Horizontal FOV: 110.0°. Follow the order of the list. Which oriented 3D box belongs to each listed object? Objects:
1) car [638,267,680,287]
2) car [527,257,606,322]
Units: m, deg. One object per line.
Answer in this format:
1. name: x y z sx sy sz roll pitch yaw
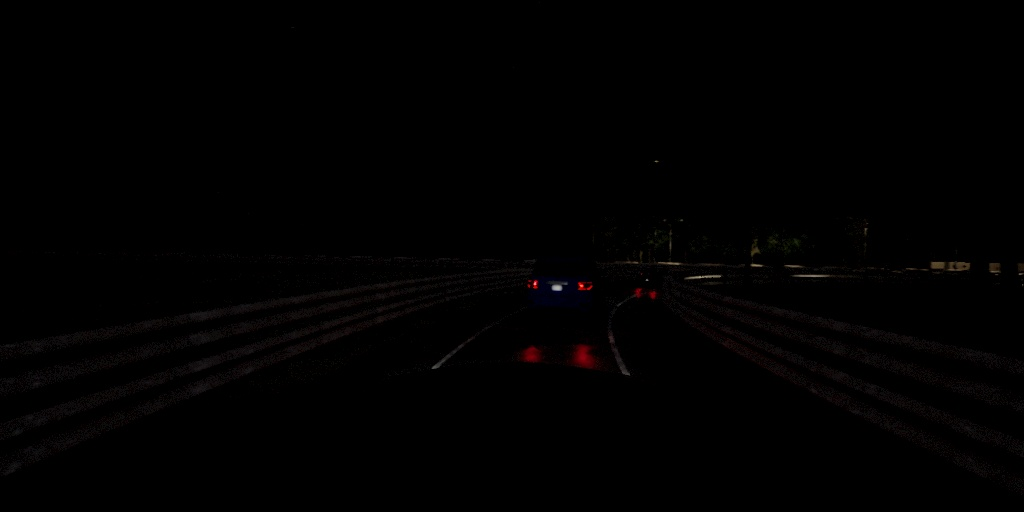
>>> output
1. car: 11.772 1.632 28.456 2.128 1.511 4.902 1 -1 44
2. car: 2.133 1.056 13.058 2.150 2.045 5.566 0 0 18
